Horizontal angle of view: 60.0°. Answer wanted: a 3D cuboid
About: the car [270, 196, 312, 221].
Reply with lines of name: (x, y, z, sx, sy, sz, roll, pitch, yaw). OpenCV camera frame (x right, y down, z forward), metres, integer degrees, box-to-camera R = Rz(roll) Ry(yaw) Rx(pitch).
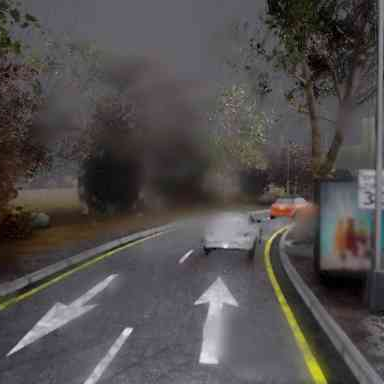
car: (7.867, 1.158, 25.475, 2.097, 1.767, 4.553, 1, 1, 42)

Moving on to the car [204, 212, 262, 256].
car: (1.727, 1.519, 13.284, 1.812, 1.442, 4.674, 0, 1, 15)
